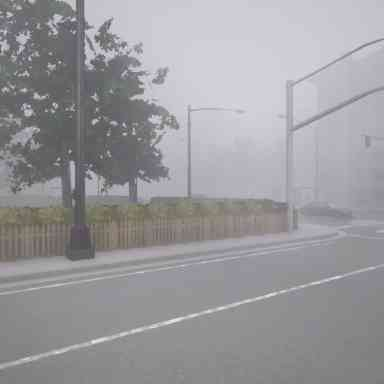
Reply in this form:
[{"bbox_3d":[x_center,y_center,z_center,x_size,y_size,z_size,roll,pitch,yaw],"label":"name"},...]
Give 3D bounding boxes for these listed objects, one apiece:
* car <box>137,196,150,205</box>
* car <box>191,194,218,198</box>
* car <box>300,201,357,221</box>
[{"bbox_3d":[-8.118,1.476,55.871,1.882,1.535,5.008,1,0,-36],"label":"car"},{"bbox_3d":[1.769,1.221,41.257,2.150,2.045,5.566,0,0,-35],"label":"car"},{"bbox_3d":[11.201,1.526,27.648,1.812,1.442,4.674,0,0,-35],"label":"car"}]
